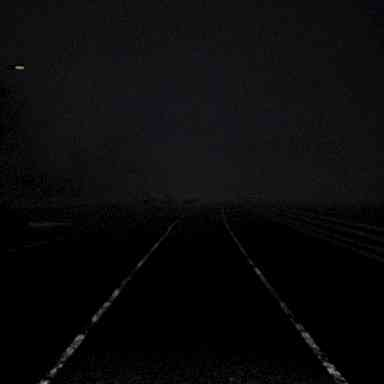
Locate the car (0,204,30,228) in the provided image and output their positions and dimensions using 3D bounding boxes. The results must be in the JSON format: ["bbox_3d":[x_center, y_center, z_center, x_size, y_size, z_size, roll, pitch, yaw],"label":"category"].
[{"bbox_3d":[-10.674,1.324,17.648,1.812,1.442,4.674,0,0,9],"label":"car"}]

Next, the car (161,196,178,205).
[{"bbox_3d":[-3.713,1.379,55.241,1.837,1.490,4.892,0,0,12],"label":"car"}]

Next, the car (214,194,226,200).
[{"bbox_3d":[7.798,1.540,89.060,1.895,1.301,4.718,0,0,15],"label":"car"}]

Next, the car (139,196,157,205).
[{"bbox_3d":[-7.278,1.378,55.301,1.837,1.490,4.892,0,0,12],"label":"car"}]

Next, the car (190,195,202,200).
[{"bbox_3d":[1.177,1.477,91.421,2.128,1.511,4.902,0,0,15],"label":"car"}]

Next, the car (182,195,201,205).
[{"bbox_3d":[-0.174,1.473,55.196,1.895,1.301,4.718,0,0,12],"label":"car"}]
